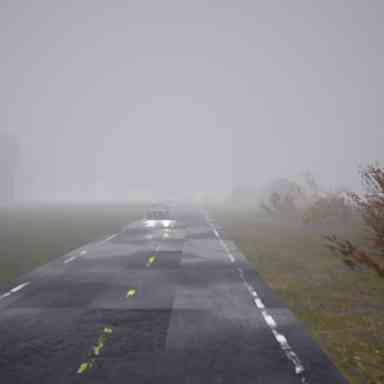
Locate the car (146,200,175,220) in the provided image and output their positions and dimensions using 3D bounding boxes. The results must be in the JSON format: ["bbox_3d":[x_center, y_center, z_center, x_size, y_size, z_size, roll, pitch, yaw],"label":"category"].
[{"bbox_3d":[-2.846,1.683,29.464,1.994,1.385,4.181,0,0,0],"label":"car"}]

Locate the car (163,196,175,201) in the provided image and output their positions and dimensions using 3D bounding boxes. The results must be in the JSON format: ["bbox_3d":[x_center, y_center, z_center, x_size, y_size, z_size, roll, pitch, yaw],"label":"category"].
[{"bbox_3d":[-5.093,1.681,71.936,1.882,1.535,5.008,0,0,-15],"label":"car"}]
